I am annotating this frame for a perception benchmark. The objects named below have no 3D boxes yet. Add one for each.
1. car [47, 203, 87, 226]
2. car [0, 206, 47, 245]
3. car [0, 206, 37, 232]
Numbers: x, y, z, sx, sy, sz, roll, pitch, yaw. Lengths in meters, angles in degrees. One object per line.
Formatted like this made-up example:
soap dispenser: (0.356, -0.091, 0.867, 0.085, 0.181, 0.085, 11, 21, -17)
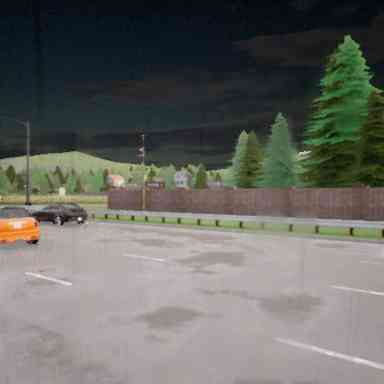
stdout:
car: (-9.493, 1.554, 23.692, 4.892, 1.490, 1.837, 0, 0, 36)
car: (-8.690, 1.387, 14.513, 4.553, 1.767, 2.097, 0, 0, 36)
car: (-12.085, 1.651, 21.242, 4.718, 1.301, 1.895, 0, 0, 36)
